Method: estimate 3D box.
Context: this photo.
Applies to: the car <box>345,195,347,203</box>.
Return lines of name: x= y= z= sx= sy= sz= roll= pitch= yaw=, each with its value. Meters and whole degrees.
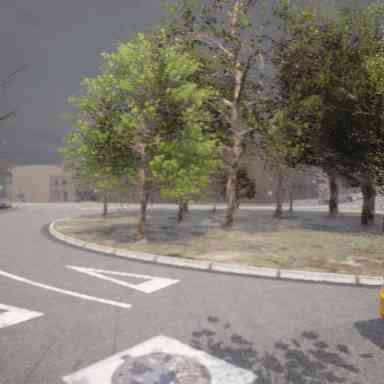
car: x=31.232 y=1.850 z=74.203 sx=5.008 sy=1.535 sz=2.097 roll=1 pitch=0 yaw=32

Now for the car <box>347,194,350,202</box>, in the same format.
car: x=34.213 y=1.722 z=78.840 sx=4.553 sy=1.767 sz=2.185 roll=1 pitch=1 yaw=32

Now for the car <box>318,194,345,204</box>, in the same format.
car: x=29.787 y=1.722 z=71.848 sx=4.553 sy=1.767 sz=2.185 roll=1 pitch=0 yaw=32

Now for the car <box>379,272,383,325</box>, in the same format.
car: x=5.295 y=1.562 z=5.041 sx=5.008 sy=1.535 sz=1.882 roll=1 pitch=-1 yaw=-18

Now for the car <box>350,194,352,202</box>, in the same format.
car: x=35.658 y=1.844 z=81.195 sx=4.892 sy=1.521 sz=2.231 roll=1 pitch=1 yaw=32

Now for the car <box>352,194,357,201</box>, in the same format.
car: x=38.591 y=1.575 z=85.863 sx=5.566 sy=2.045 sz=2.435 roll=1 pitch=1 yaw=32
